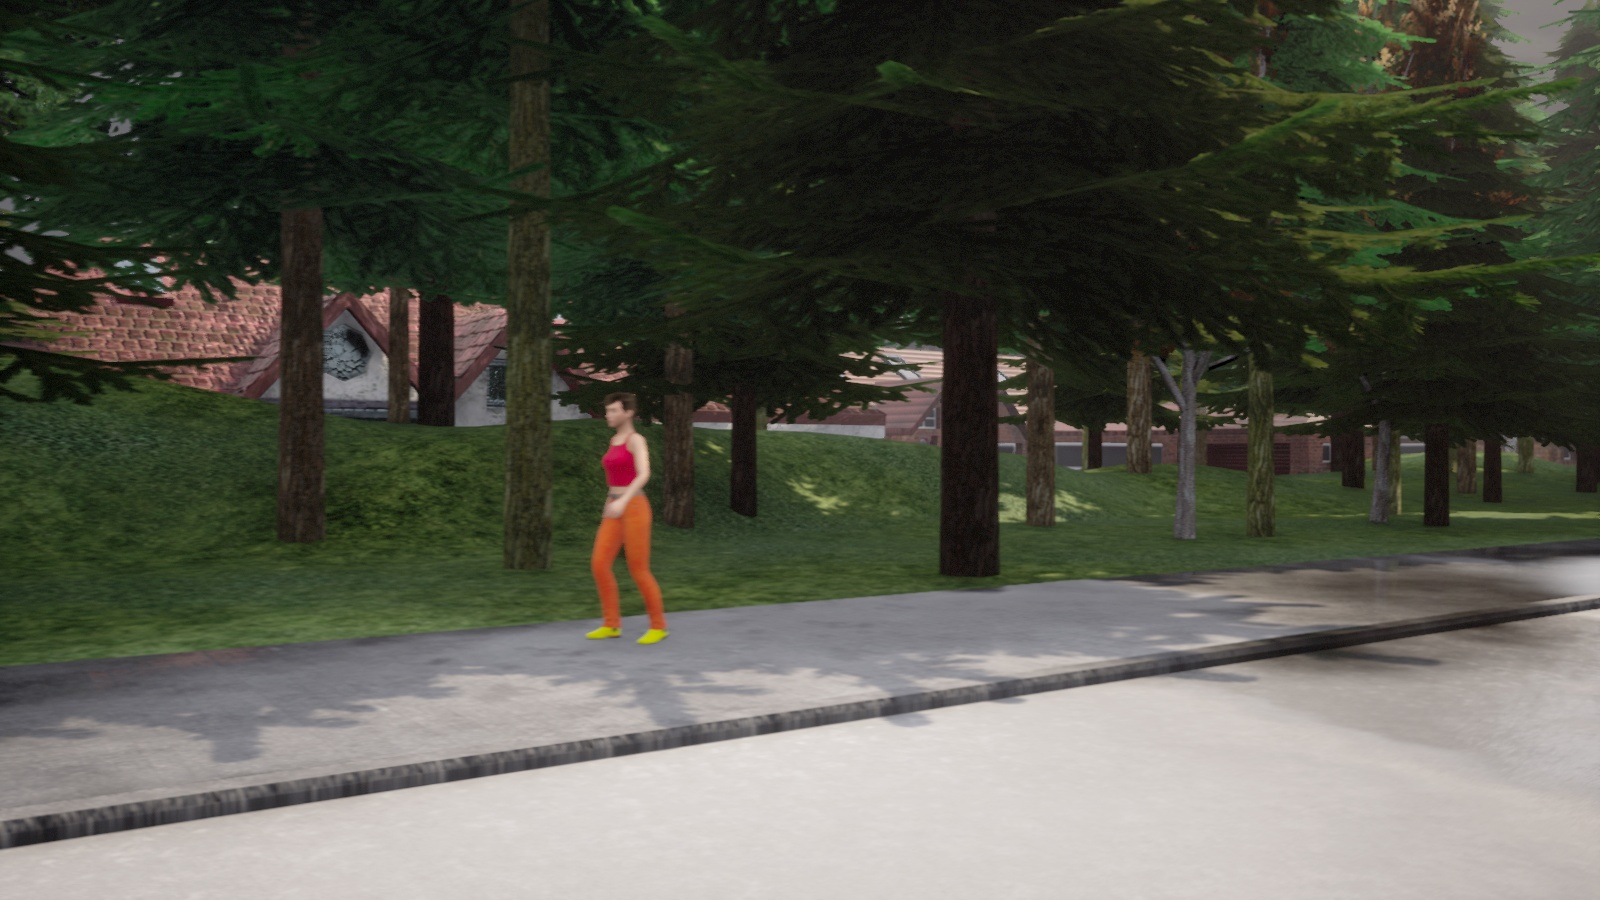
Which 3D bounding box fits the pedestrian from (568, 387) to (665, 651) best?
[{"bbox_3d":[-1.325,0.482,9.075,0.594,1.836,0.345,0,0,-36],"label":"pedestrian"}]
